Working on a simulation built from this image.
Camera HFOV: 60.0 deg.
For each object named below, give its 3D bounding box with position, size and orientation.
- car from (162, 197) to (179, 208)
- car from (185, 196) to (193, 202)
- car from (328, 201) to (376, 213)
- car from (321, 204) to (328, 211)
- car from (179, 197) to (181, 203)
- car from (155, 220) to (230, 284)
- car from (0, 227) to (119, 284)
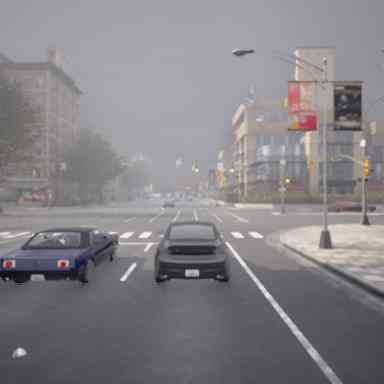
[{"bbox_3d":[-3.895,1.992,57.861,2.033,1.411,5.357,0,0,-1],"label":"car"},{"bbox_3d":[-0.856,2.079,95.399,2.097,1.767,4.553,0,0,-1],"label":"car"},{"bbox_3d":[19.485,1.907,40.311,4.718,1.301,1.895,0,0,0],"label":"car"},{"bbox_3d":[19.455,1.859,43.811,4.674,1.442,1.812,0,0,0],"label":"car"},{"bbox_3d":[-4.349,2.217,94.589,1.837,1.490,4.892,0,0,-1],"label":"car"},{"bbox_3d":[-0.002,1.581,9.813,1.837,1.490,4.892,0,-1,0],"label":"car"},{"bbox_3d":[-3.500,1.677,9.761,1.895,1.301,4.718,0,0,0],"label":"car"}]
